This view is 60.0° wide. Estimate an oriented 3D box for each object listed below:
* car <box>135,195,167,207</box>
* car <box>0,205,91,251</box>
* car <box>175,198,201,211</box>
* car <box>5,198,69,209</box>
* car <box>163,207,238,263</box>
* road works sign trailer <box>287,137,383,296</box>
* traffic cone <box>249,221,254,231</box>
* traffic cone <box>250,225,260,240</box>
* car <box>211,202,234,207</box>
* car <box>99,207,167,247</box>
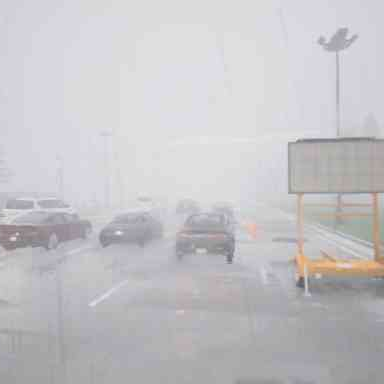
[{"bbox_3d":[-3.960,1.316,32.523,2.150,2.045,5.566,-1,0,7],"label":"car"},{"bbox_3d":[-6.208,1.564,14.684,1.882,1.535,5.008,-1,0,8],"label":"car"},{"bbox_3d":[-0.342,1.411,33.341,2.097,1.767,4.553,-1,0,7],"label":"car"},{"bbox_3d":[-8.979,1.346,20.197,2.150,2.045,5.566,-1,0,7],"label":"car"},{"bbox_3d":[0.595,1.504,12.059,2.128,1.511,4.902,-1,0,8],"label":"car"},{"bbox_3d":[3.625,0.442,8.433,2.380,3.560,2.880,-1,0,7],"label":"road works sign trailer"},{"bbox_3d":[3.232,1.952,17.544,0.340,0.580,0.340,-1,0,7],"label":"traffic cone"},{"bbox_3d":[2.994,1.951,15.558,0.340,0.580,0.340,-1,0,7],"label":"traffic cone"},{"bbox_3d":[2.570,1.546,28.229,1.812,1.442,4.674,-1,0,7],"label":"car"},{"bbox_3d":[-2.627,1.616,15.337,1.994,1.385,4.181,-1,0,9],"label":"car"}]
